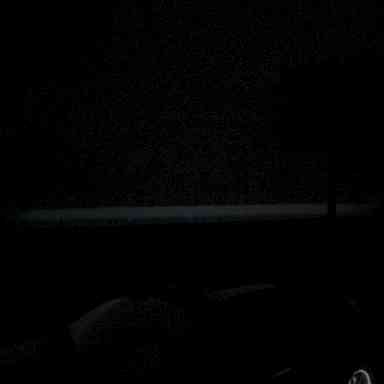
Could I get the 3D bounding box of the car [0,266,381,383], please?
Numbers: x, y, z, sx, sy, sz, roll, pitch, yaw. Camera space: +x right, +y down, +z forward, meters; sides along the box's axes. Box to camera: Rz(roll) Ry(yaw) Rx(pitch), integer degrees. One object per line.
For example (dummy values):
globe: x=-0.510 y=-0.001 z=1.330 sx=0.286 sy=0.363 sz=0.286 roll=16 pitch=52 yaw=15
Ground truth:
car: x=-0.050 y=1.526 z=3.039 sx=4.674 sy=1.442 sz=1.812 roll=0 pitch=0 yaw=-36
